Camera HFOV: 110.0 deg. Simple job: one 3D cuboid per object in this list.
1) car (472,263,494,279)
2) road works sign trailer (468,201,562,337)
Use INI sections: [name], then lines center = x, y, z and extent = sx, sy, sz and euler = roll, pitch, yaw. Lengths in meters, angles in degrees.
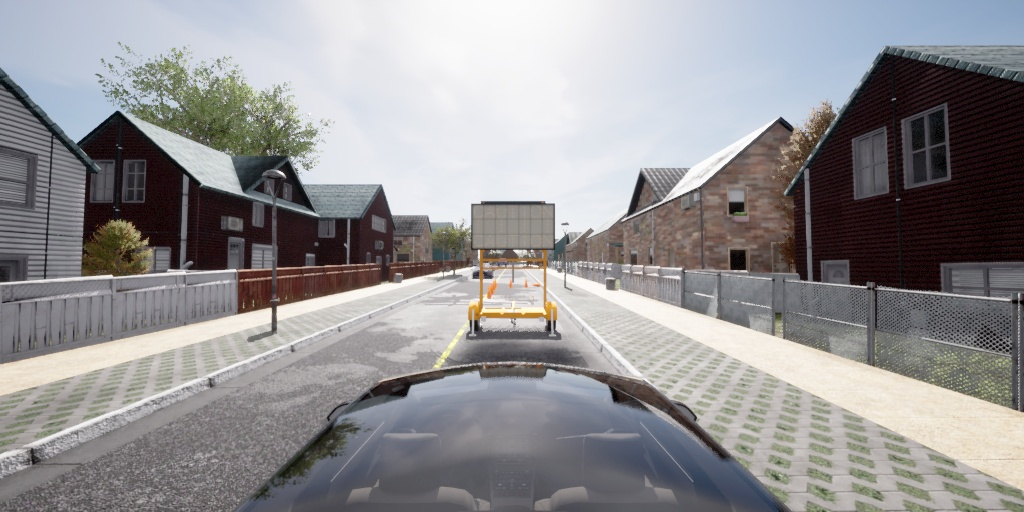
[car]
center = -2.717, 1.408, 34.546
extent = 2.033, 1.411, 5.357
euler = 0, 0, 0
[road works sign trailer]
center = 0.033, 0.226, 10.369
extent = 2.380, 3.560, 2.880
euler = 0, 0, 1
